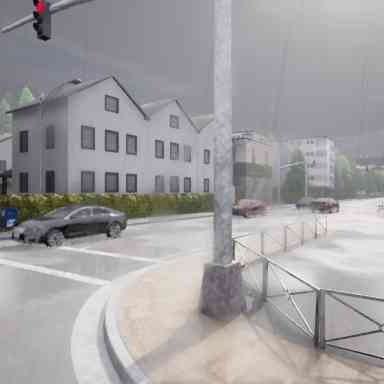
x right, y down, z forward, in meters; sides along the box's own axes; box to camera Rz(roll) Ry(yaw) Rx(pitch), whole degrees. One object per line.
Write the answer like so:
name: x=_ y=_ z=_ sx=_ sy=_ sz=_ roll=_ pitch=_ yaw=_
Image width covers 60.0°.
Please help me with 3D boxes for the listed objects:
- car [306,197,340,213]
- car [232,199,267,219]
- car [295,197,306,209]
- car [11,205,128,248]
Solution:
car: x=13.505 y=1.289 z=33.618 sx=1.882 sy=1.535 sz=5.008 roll=0 pitch=0 yaw=35
car: x=4.448 y=1.289 z=27.120 sx=1.882 sy=1.535 sz=5.008 roll=0 pitch=0 yaw=36
car: x=14.467 y=1.359 z=41.200 sx=2.033 sy=1.411 sz=5.357 roll=0 pitch=0 yaw=35
car: x=-4.900 y=1.303 z=13.990 sx=2.128 sy=1.511 sz=4.902 roll=0 pitch=0 yaw=36
